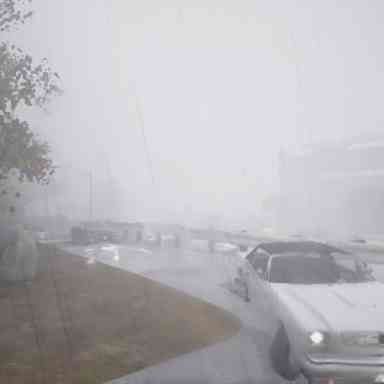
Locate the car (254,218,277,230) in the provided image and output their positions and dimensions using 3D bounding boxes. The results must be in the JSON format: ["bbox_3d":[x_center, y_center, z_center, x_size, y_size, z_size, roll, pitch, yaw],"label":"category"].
[{"bbox_3d":[9.711,4.454,39.461,1.946,1.575,5.366,0,0,36],"label":"car"}]

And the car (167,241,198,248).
[{"bbox_3d":[0.156,4.689,23.652,2.163,1.488,4.792,-1,1,36],"label":"car"}]

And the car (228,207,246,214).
[{"bbox_3d":[12.556,5.274,93.415,4.553,1.767,2.185,0,-2,35],"label":"car"}]

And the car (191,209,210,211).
[{"bbox_3d":[1.409,5.149,85.687,4.892,1.521,2.231,0,-2,35],"label":"car"}]

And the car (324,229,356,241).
[{"bbox_3d":[14.754,4.459,32.249,2.097,1.535,5.008,0,0,36],"label":"car"}]

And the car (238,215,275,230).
[{"bbox_3d":[8.185,4.331,42.094,2.185,1.767,4.553,0,0,36],"label":"car"}]

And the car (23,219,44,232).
[{"bbox_3d":[-19.319,4.111,40.480,1.837,1.490,4.892,-1,-4,-33],"label":"car"}]

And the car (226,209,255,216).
[{"bbox_3d":[9.776,5.065,69.216,5.366,1.575,1.946,2,0,36],"label":"car"}]

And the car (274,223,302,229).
[{"bbox_3d":[11.461,4.459,37.163,2.231,1.521,4.892,0,0,36],"label":"car"}]

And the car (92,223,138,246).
[{"bbox_3d":[-8.270,4.531,36.192,2.185,1.767,4.553,0,1,36],"label":"car"}]

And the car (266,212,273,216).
[{"bbox_3d":[14.604,5.237,72.738,4.674,1.452,2.002,1,0,36],"label":"car"}]

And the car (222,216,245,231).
[{"bbox_3d":[6.519,4.457,44.530,2.231,1.521,4.892,0,0,36],"label":"car"}]

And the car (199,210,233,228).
[{"bbox_3d":[3.226,4.203,49.466,2.435,2.045,5.566,0,0,36],"label":"car"}]

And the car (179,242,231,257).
[{"bbox_3d":[1.798,4.410,21.089,2.435,2.045,5.566,0,1,36],"label":"car"}]

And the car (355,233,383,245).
[{"bbox_3d":[16.513,4.457,29.942,1.946,1.575,5.366,0,0,36],"label":"car"}]

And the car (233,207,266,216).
[{"bbox_3d":[12.149,4.883,71.023,5.566,2.045,2.435,1,0,36],"label":"car"}]

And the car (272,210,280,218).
[{"bbox_3d":[17.101,5.256,74.445,5.008,1.535,2.097,1,0,36],"label":"car"}]

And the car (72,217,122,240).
[{"bbox_3d":[-11.670,4.405,41.158,2.435,2.045,5.566,0,1,36],"label":"car"}]

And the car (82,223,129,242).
[{"bbox_3d":[-9.978,4.658,38.676,2.231,1.521,4.892,-1,1,36],"label":"car"}]

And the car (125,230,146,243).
[{"bbox_3d":[-4.933,4.533,31.127,2.185,1.767,4.553,-1,1,36],"label":"car"}]

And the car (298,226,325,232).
[{"bbox_3d":[13.124,4.488,34.727,2.163,1.488,4.792,0,0,36],"label":"car"}]

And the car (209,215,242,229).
[{"bbox_3d":[4.866,4.495,46.983,2.002,1.452,4.674,0,0,36],"label":"car"}]

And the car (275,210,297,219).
[{"bbox_3d":[22.045,5.240,77.880,4.553,1.767,2.185,1,0,35],"label":"car"}]

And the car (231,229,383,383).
[{"bbox_3d":[1.990,1.605,5.611,1.895,1.301,4.718,0,0,-1],"label":"car"}]

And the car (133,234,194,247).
[{"bbox_3d":[-1.538,4.408,26.157,2.435,2.045,5.566,-1,1,36],"label":"car"}]

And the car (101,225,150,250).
[{"bbox_3d":[-6.626,4.533,33.636,2.185,1.767,4.553,-1,1,36],"label":"car"}]

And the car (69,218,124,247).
[{"bbox_3d":[-6.199,2.458,20.591,1.837,1.490,4.892,-1,-3,-34],"label":"car"}]

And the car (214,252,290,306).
[{"bbox_3d":[3.524,4.662,18.609,2.231,1.521,4.892,0,1,36],"label":"car"}]
